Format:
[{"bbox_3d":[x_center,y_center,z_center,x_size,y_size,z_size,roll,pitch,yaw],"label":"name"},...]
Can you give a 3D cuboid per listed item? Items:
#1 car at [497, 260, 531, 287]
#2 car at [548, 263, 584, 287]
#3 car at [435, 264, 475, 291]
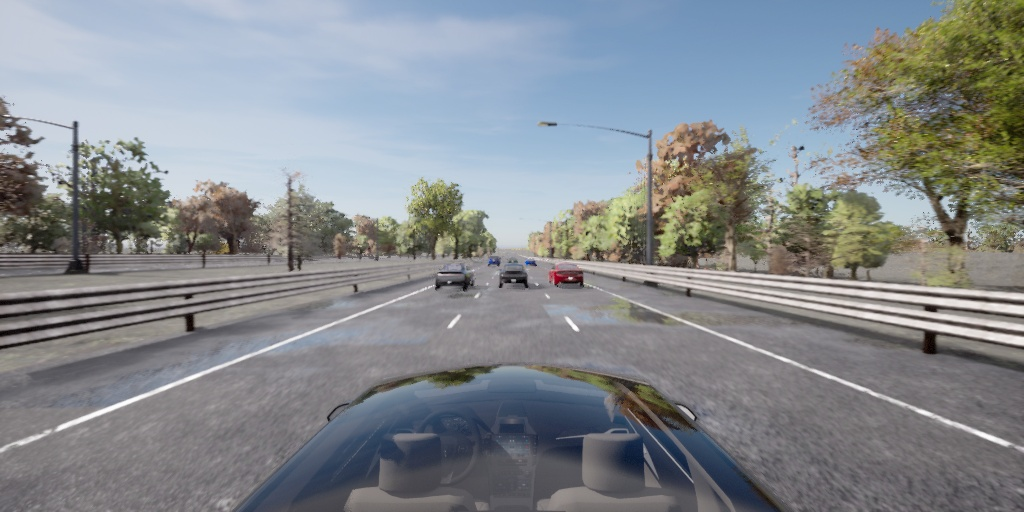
[{"bbox_3d":[0.102,1.247,24.295,1.837,1.490,4.892,0,0,0],"label":"car"},{"bbox_3d":[3.603,1.219,24.501,1.882,1.535,5.008,0,0,0],"label":"car"},{"bbox_3d":[-3.397,1.234,21.928,2.128,1.511,4.902,0,0,0],"label":"car"}]
